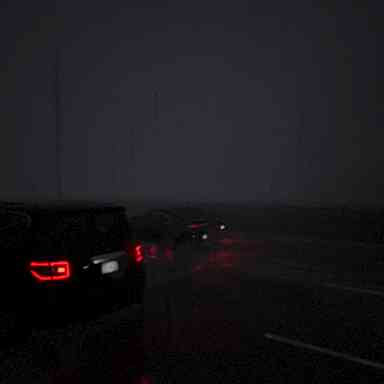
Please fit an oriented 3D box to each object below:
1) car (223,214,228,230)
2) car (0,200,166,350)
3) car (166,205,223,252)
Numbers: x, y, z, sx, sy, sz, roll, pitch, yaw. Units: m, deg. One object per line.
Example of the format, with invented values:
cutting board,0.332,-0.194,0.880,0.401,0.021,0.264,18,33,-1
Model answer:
car,-0.519,1.427,17.258,4.892,1.490,1.837,0,0,35
car,-3.379,1.173,6.402,5.566,2.045,2.150,0,0,36
car,-1.497,1.423,13.660,4.902,1.511,2.128,0,0,36
